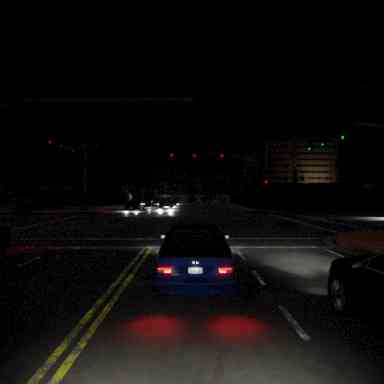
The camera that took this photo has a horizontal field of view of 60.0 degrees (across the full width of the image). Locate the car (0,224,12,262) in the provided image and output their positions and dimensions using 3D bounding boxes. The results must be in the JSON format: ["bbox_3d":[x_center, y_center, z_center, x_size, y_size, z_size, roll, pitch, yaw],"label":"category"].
[{"bbox_3d":[-7.002,1.491,9.213,2.128,1.511,4.902,0,0,1],"label":"car"}]

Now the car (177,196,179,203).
[{"bbox_3d":[-3.622,1.491,56.880,2.128,1.511,4.902,0,0,0],"label":"car"}]

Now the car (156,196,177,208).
[{"bbox_3d":[-3.630,1.601,47.563,1.895,1.301,4.718,0,0,0],"label":"car"}]

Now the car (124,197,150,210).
[{"bbox_3d":[-7.170,1.547,42.314,2.033,1.411,5.357,0,0,2],"label":"car"}]

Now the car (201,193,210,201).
[{"bbox_3d":[3.443,1.227,84.616,2.097,1.767,4.553,0,0,0],"label":"car"}]

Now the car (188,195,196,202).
[{"bbox_3d":[-0.050,1.531,74.368,2.033,1.411,5.357,0,0,0],"label":"car"}]

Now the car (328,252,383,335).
[{"bbox_3d":[3.560,1.491,4.624,2.128,1.511,4.902,0,0,0],"label":"car"}]

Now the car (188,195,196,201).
[{"bbox_3d":[-0.057,1.425,84.641,1.994,1.385,4.181,0,0,0],"label":"car"}]

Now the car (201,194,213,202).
[{"bbox_3d":[3.450,1.344,74.660,2.097,1.767,4.553,0,0,0],"label":"car"}]

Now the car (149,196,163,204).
[{"bbox_3d":[-7.073,1.547,65.912,2.033,1.411,5.357,0,0,0],"label":"car"}]

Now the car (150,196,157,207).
[{"bbox_3d":[-7.128,1.505,51.956,1.837,1.490,4.892,0,0,0],"label":"car"}]

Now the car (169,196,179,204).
[{"bbox_3d":[-3.566,1.505,66.926,1.837,1.490,4.892,0,0,0],"label":"car"}]

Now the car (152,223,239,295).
[{"bbox_3d":[0.077,1.547,8.868,2.033,1.411,5.357,0,0,0],"label":"car"}]
